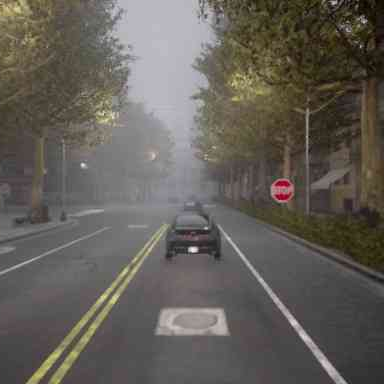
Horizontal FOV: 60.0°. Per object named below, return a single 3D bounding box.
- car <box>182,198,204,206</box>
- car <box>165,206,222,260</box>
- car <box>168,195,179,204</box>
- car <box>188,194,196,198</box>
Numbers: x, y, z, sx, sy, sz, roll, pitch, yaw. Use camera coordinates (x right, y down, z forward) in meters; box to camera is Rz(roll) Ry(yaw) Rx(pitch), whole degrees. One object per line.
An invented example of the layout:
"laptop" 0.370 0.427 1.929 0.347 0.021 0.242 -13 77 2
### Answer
"car" 0.066 1.490 28.958 1.812 1.442 4.674 0 0 0
"car" 0.056 1.489 12.446 1.837 1.490 4.892 0 0 0
"car" -3.534 1.401 62.980 1.882 1.535 5.008 0 0 0
"car" -0.017 1.270 81.550 1.812 1.442 4.674 0 0 5
